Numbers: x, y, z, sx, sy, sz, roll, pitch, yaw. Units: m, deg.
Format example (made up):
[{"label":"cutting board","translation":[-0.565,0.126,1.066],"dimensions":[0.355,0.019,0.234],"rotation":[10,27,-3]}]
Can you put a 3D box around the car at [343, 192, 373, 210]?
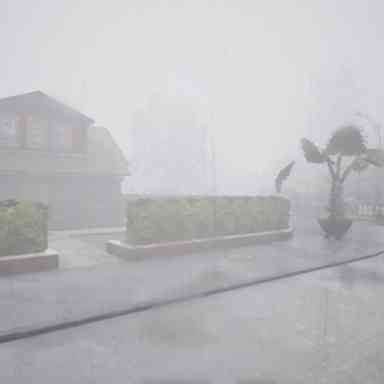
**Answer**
[{"label":"car","translation":[17.705,0.956,36.425],"dimensions":[3.866,1.878,1.905],"rotation":[0,0,0]}]
